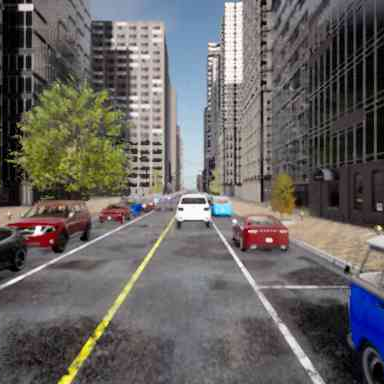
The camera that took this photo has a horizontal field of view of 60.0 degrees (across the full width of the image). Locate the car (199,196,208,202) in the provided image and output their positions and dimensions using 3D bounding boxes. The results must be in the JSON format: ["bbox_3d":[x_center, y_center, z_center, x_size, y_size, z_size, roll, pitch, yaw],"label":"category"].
[{"bbox_3d":[2.688,1.509,76.177,1.947,1.339,4.313,0,0,0],"label":"car"}]

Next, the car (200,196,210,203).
[{"bbox_3d":[2.688,1.519,70.509,1.947,1.339,4.313,0,0,0],"label":"car"}]

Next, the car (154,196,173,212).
[{"bbox_3d":[-3.099,1.540,38.453,2.033,1.411,5.357,0,0,0],"label":"car"}]

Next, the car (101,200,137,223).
[{"bbox_3d":[-5.691,1.542,25.158,1.887,1.381,4.507,0,0,0],"label":"car"}]

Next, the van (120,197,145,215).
[{"bbox_3d":[-5.691,1.336,30.827,1.690,1.788,3.998,0,0,0],"label":"van"}]

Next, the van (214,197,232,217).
[{"bbox_3d":[2.690,1.337,30.827,1.690,1.788,3.998,0,0,0],"label":"van"}]

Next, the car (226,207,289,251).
[{"bbox_3d":[2.690,1.543,13.823,1.887,1.381,4.507,0,0,0],"label":"car"}]

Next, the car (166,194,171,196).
[{"bbox_3d":[-5.693,1.488,64.670,1.752,1.417,4.829,0,0,0],"label":"car"}]

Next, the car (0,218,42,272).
[{"bbox_3d":[-5.690,1.565,8.154,1.947,1.339,4.313,0,0,0],"label":"car"}]

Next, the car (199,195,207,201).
[{"bbox_3d":[2.687,1.458,82.016,1.752,1.417,4.829,0,0,0],"label":"car"}]

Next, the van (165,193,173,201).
[{"bbox_3d":[-5.693,1.274,81.844,1.690,1.788,3.998,0,0,0],"label":"van"}]

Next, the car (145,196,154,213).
[{"bbox_3d":[-5.692,1.433,36.496,1.967,1.590,4.097,0,0,0],"label":"car"}]

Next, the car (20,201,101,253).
[{"bbox_3d":[-5.690,1.313,13.822,2.192,1.841,5.009,0,0,0],"label":"car"}]

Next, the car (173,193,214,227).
[{"bbox_3d":[0.100,1.218,22.964,2.150,2.045,5.566,0,0,0],"label":"car"}]

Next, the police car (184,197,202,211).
[{"bbox_3d":[0.098,1.495,41.363,2.038,1.542,4.974,0,0,0],"label":"police car"}]

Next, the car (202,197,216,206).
[{"bbox_3d":[2.688,1.545,53.503,1.947,1.339,4.313,0,0,0],"label":"car"}]

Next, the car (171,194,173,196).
[{"bbox_3d":[-5.693,1.504,70.507,2.008,1.369,4.403,0,0,0],"label":"car"}]

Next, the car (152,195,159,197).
[{"bbox_3d":[-5.692,1.429,42.163,1.967,1.590,4.097,0,0,0],"label":"car"}]

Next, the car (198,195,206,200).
[{"bbox_3d":[2.687,1.471,87.513,2.008,1.369,4.403,0,0,0],"label":"car"}]

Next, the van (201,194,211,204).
[{"bbox_3d":[2.688,1.304,64.840,1.690,1.788,3.998,0,0,0],"label":"van"}]

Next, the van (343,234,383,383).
[{"bbox_3d":[2.691,1.341,2.487,1.690,1.788,3.998,0,0,0],"label":"van"}]
